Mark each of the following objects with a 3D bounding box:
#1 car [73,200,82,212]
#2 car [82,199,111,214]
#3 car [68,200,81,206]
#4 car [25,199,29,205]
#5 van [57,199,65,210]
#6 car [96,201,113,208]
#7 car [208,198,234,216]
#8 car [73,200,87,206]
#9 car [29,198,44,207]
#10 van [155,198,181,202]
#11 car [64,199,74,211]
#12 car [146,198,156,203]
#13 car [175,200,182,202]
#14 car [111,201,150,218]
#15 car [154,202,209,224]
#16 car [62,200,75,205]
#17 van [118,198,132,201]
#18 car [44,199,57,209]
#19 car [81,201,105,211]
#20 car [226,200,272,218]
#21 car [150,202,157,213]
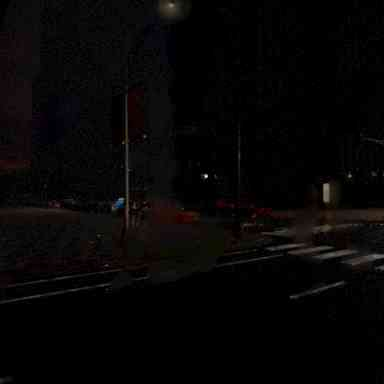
[{"bbox_3d":[-15.232,2.188,48.199,1.887,1.381,4.507,-1,0,-35],"label":"car"},{"bbox_3d":[-12.410,1.892,44.213,2.192,1.841,5.009,-1,0,-35],"label":"car"},{"bbox_3d":[-29.426,2.648,82.947,1.947,1.339,4.313,-1,0,-35],"label":"car"},{"bbox_3d":[-39.085,2.764,81.829,1.802,1.307,4.206,-1,0,-35],"label":"car"},{"bbox_3d":[-20.890,2.115,56.169,1.690,1.788,3.998,-1,0,-35],"label":"van"},{"bbox_3d":[-17.387,2.393,65.973,1.802,1.307,4.206,-1,0,-35],"label":"car"},{"bbox_3d":[2.919,1.653,37.351,2.192,1.841,5.009,-1,0,-35],"label":"car"},{"bbox_3d":[-26.416,2.582,78.703,1.947,1.339,4.313,-1,0,-35],"label":"car"},{"bbox_3d":[-35.975,2.660,77.444,1.887,1.381,4.507,-1,0,-35],"label":"car"},{"bbox_3d":[-2.957,1.818,45.656,1.690,1.788,3.998,-1,0,-35],"label":"van"},{"bbox_3d":[-18.060,2.149,52.183,1.967,1.590,4.097,-1,0,-35],"label":"car"},{"bbox_3d":[-5.895,1.861,49.808,2.192,1.841,5.009,-1,0,-35],"label":"car"},{"bbox_3d":[-0.013,1.990,41.503,1.802,1.307,4.206,-1,0,-35],"label":"car"},{"bbox_3d":[-6.752,1.995,36.243,2.008,1.369,4.403,-1,0,-35],"label":"car"},{"bbox_3d":[-1.001,1.834,28.134,1.752,1.417,4.829,-1,0,-35],"label":"car"},{"bbox_3d":[-32.436,2.698,87.190,2.008,1.369,4.403,-1,0,-35],"label":"car"},{"bbox_3d":[-11.772,2.024,58.114,1.690,1.788,3.998,-1,0,-35],"label":"van"},{"bbox_3d":[-26.644,2.346,64.284,1.967,1.590,4.097,-1,0,-35],"label":"car"},{"bbox_3d":[-16.278,2.253,54.452,2.033,1.411,5.357,0,-1,-35],"label":"car"},{"bbox_3d":[5.863,1.813,33.198,1.887,1.381,4.507,-1,0,-35],"label":"car"},{"bbox_3d":[-2.143,1.974,34.371,1.895,1.301,4.718,0,-1,-35],"label":"car"}]
